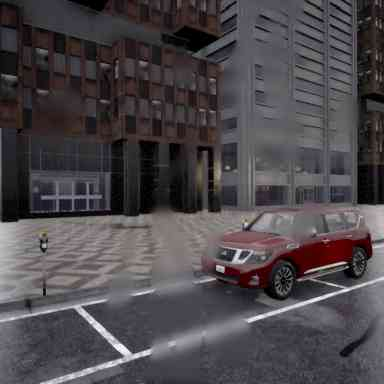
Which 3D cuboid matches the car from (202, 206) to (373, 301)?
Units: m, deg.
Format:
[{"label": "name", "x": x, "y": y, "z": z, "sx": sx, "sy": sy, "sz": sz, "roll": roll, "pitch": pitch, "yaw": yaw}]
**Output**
[{"label": "car", "x": 2.651, "y": 1.314, "z": 8.540, "sx": 5.009, "sy": 1.841, "sz": 2.192, "roll": 0, "pitch": 0, "yaw": -35}]
